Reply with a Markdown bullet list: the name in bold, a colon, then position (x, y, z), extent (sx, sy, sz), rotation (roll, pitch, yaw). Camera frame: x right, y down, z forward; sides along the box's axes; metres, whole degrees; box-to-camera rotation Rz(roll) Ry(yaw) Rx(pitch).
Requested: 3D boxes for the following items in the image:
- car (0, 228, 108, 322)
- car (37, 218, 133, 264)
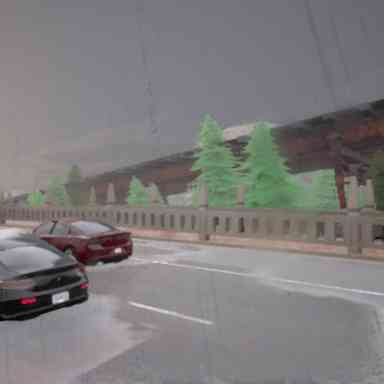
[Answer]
- **car**: position (-4.067, 1.625, 6.891), extent (4.674, 1.442, 1.812), rotation (-1, -1, 35)
- **car**: position (-4.204, 1.614, 11.286), extent (5.008, 1.535, 1.882), rotation (-1, 0, 35)
